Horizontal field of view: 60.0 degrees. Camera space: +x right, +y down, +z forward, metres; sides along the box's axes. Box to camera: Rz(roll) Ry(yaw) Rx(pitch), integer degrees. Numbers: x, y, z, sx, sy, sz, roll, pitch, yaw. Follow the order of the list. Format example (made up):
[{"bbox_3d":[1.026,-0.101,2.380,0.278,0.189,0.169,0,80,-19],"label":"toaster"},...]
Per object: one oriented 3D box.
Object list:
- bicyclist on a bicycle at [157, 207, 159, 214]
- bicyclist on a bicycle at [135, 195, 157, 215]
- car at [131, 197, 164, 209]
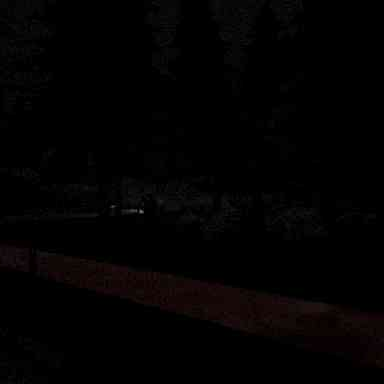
[{"bbox_3d":[-3.563,1.128,28.943,1.656,1.620,0.582,0,0,22],"label":"bicyclist on a bicycle"},{"bbox_3d":[-4.124,1.127,28.460,1.656,1.620,0.582,0,0,15],"label":"bicyclist on a bicycle"},{"bbox_3d":[-5.256,1.343,40.186,1.812,1.442,4.674,0,0,36],"label":"car"}]
